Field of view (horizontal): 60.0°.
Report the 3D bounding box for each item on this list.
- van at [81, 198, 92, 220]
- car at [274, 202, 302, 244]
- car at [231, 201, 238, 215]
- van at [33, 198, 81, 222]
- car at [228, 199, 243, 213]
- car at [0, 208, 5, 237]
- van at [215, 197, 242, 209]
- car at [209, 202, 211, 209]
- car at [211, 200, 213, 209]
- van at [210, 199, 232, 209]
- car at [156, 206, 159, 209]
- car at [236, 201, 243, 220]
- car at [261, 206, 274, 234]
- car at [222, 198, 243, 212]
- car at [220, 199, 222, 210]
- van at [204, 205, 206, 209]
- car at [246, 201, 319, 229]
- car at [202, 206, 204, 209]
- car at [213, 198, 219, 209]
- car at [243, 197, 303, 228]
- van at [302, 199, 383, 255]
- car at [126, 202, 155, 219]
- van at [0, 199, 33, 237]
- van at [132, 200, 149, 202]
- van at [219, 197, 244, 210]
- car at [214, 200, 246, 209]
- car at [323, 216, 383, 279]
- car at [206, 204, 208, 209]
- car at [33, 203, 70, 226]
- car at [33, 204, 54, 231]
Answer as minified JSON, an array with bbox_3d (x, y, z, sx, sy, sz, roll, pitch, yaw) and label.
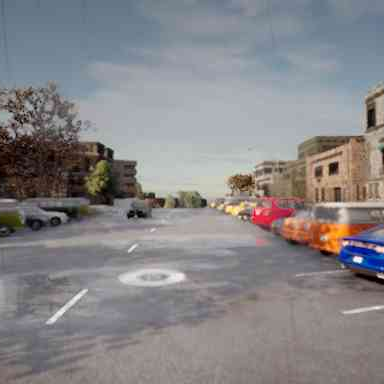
[{"bbox_3d":[-11.294,1.534,29.759,4.442,1.987,1.878,-1,-1,-20],"label":"van"},{"bbox_3d":[6.387,1.480,14.921,4.553,1.767,2.185,1,-1,-20],"label":"car"},{"bbox_3d":[6.380,1.787,29.586,4.792,1.488,2.163,1,0,-20],"label":"car"},{"bbox_3d":[-11.511,1.503,26.726,4.442,1.987,1.878,-1,0,-20],"label":"van"},{"bbox_3d":[6.587,1.791,32.591,5.366,1.575,1.946,1,-1,-20],"label":"car"},{"bbox_3d":[-11.395,1.647,14.988,4.674,1.452,2.002,-1,0,-20],"label":"car"},{"bbox_3d":[6.455,1.988,58.964,4.442,1.987,1.878,2,-3,-20],"label":"van"},{"bbox_3d":[6.332,2.323,61.836,4.892,1.521,2.231,2,-3,-20],"label":"car"},{"bbox_3d":[6.366,1.749,50.121,5.566,2.045,2.435,1,-1,-20],"label":"car"},{"bbox_3d":[6.335,2.742,73.582,4.442,1.987,1.878,2,-5,-21],"label":"van"},{"bbox_3d":[-11.668,3.360,81.558,5.566,2.045,2.435,1,-5,-21],"label":"car"},{"bbox_3d":[6.406,1.726,26.660,4.892,1.521,2.231,1,-1,-20],"label":"car"},{"bbox_3d":[6.416,1.674,17.857,4.674,1.452,2.002,1,0,-20],"label":"car"},{"bbox_3d":[6.587,1.860,38.452,5.366,1.575,1.946,1,-1,-20],"label":"car"},{"bbox_3d":[6.436,1.925,41.335,4.792,1.488,2.163,1,-1,-20],"label":"car"},{"bbox_3d":[6.191,3.660,85.277,4.442,1.987,1.878,3,-5,-21],"label":"van"},{"bbox_3d":[6.449,1.567,23.730,4.553,1.767,2.185,1,0,-20],"label":"car"},{"bbox_3d":[5.921,4.514,93.989,4.553,1.767,2.185,3,-6,-21],"label":"car"},{"bbox_3d":[6.225,1.957,47.127,5.366,1.575,1.946,1,-1,-20],"label":"car"},{"bbox_3d":[6.443,1.412,20.809,5.566,2.045,2.435,1,-1,-20],"label":"car"},{"bbox_3d":[6.526,1.357,12.040,4.442,1.987,1.878,1,-1,-20],"label":"van"},{"bbox_3d":[-5.044,1.903,32.212,1.895,1.301,4.718,0,-1,1],"label":"car"},{"bbox_3d":[-11.295,1.409,17.983,4.442,1.987,1.878,-1,-1,-20],"label":"van"},{"bbox_3d":[-11.504,2.913,75.613,4.442,1.987,1.878,1,-4,-21],"label":"van"},{"bbox_3d":[6.299,1.701,44.214,4.442,1.987,1.878,1,0,-20],"label":"van"},{"bbox_3d":[6.352,2.121,55.994,4.892,1.521,2.231,1,-2,-20],"label":"car"},{"bbox_3d":[6.409,1.555,9.061,5.008,1.535,2.097,1,-1,-20],"label":"car"},{"bbox_3d":[6.260,2.772,70.601,5.008,1.535,2.097,2,-4,-20],"label":"car"},{"bbox_3d":[-11.405,1.735,23.827,4.674,1.452,2.002,-1,-1,-20],"label":"car"},{"bbox_3d":[-11.402,1.705,20.881,4.674,1.452,2.002,-1,-1,-20],"label":"car"}]
